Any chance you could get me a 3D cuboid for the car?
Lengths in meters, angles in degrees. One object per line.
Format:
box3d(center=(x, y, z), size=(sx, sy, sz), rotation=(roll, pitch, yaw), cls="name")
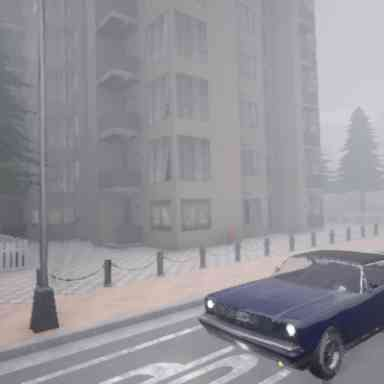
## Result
box3d(center=(2.399, 1.782, 5.913), size=(4.718, 1.301, 1.895), rotation=(0, -3, -39), cls="car")
